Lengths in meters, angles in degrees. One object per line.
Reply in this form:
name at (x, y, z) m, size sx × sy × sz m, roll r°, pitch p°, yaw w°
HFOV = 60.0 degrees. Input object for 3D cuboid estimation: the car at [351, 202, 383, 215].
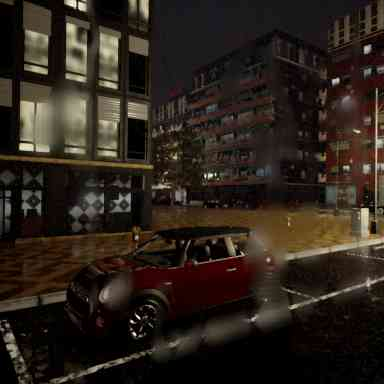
car at (19.901, 1.730, 36.710) m, size 1.947 × 1.339 × 4.313 m, roll 1°, pitch -1°, yaw -35°

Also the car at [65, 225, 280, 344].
car at (-0.237, 1.441, 6.372) m, size 4.097 × 1.590 × 1.967 m, roll 0°, pitch 1°, yaw -35°

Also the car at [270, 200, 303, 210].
car at (13.362, 1.806, 45.976) m, size 1.802 × 1.307 × 4.206 m, roll 1°, pitch -1°, yaw -35°

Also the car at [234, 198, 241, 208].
car at (6.824, 1.725, 55.244) m, size 1.967 × 1.590 × 4.097 m, roll 1°, pitch -1°, yaw -35°

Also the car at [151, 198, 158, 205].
car at (-6.565, 1.763, 59.683) m, size 1.887 × 1.381 × 4.507 m, roll 1°, pitch -1°, yaw -35°

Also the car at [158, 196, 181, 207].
car at (-3.296, 1.733, 55.050) m, size 1.887 × 1.381 × 4.507 m, roll 1°, pitch -1°, yaw -35°

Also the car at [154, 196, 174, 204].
car at (-6.253, 1.724, 73.779) m, size 2.192 × 1.841 × 5.009 m, roll 1°, pitch -1°, yaw -35°

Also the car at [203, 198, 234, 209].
car at (3.243, 1.677, 45.783) m, size 2.008 × 1.369 × 4.403 m, roll 1°, pitch -1°, yaw -35°

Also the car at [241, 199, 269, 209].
car at (10.093, 1.800, 50.610) m, size 1.887 × 1.381 × 4.507 m, roll 1°, pitch -1°, yaw -35°
